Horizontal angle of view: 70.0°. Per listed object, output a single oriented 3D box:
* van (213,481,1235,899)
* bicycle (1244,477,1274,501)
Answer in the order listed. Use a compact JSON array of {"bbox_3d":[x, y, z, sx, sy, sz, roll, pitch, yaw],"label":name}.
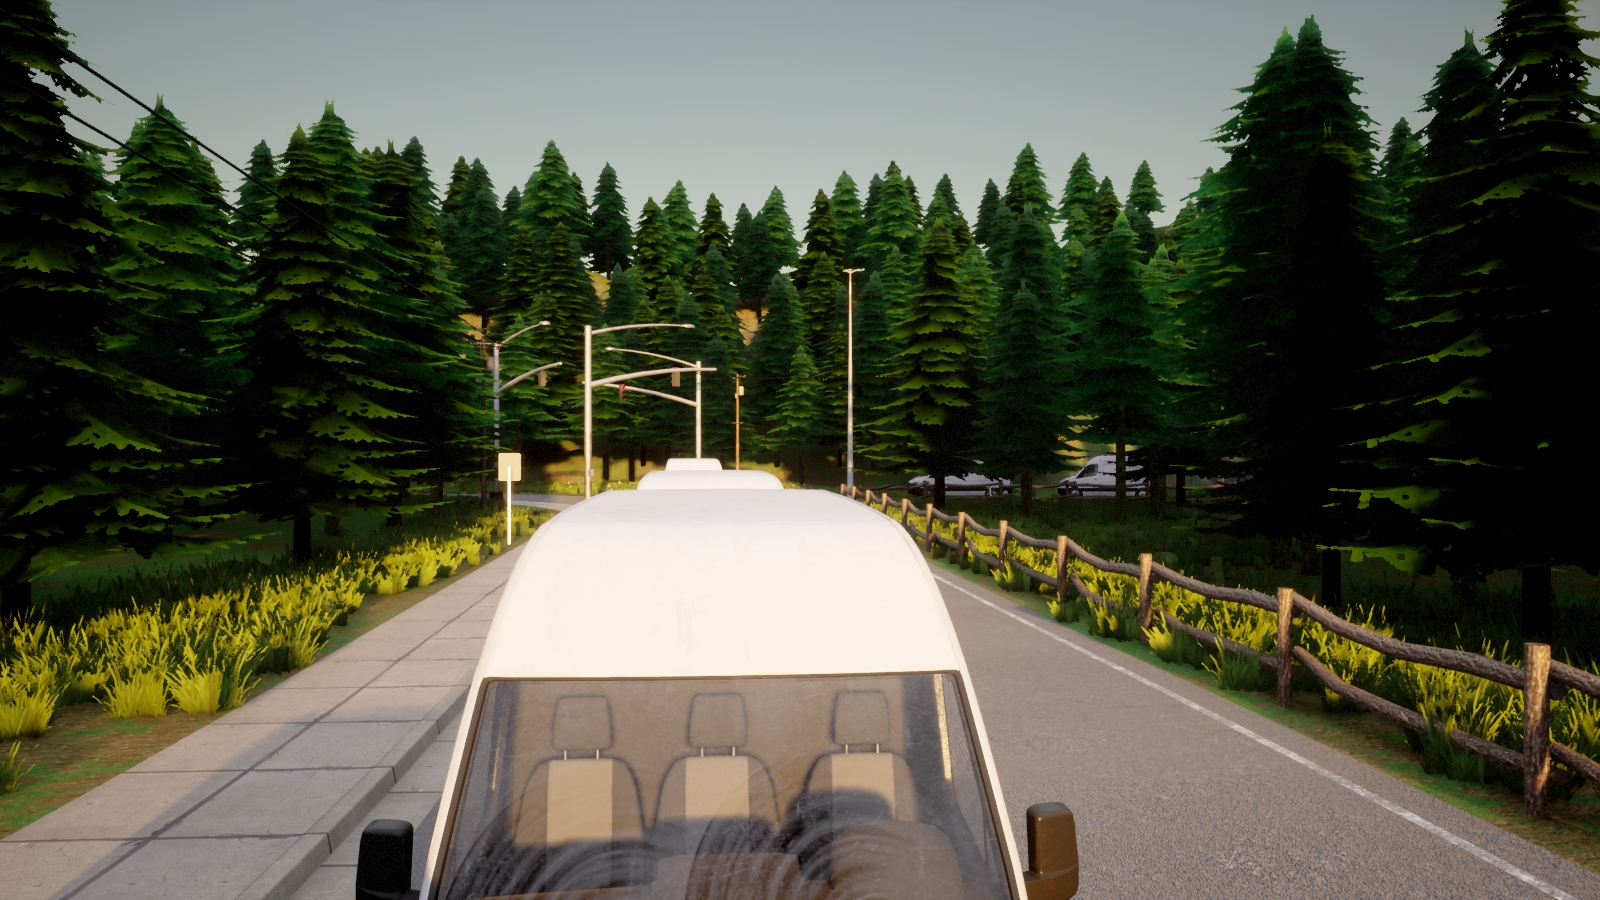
[{"bbox_3d":[-0.351,1.499,5.176,1.988,2.561,5.915,0,0,-5],"label":"van"},{"bbox_3d":[25.293,2.158,62.956,1.487,1.276,0.859,0,0,27],"label":"bicycle"}]
